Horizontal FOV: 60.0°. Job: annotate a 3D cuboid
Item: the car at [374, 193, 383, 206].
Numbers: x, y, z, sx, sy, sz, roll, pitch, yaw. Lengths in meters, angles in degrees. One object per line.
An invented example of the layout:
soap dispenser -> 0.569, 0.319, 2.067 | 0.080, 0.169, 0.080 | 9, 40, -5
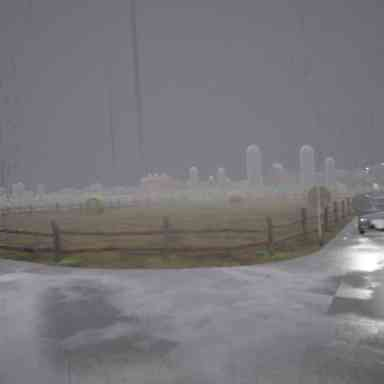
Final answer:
car -> 23.504, 0.849, 40.532 | 1.994, 1.385, 4.181 | -3, 0, 31

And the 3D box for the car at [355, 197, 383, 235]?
car -> 9.467, 1.212, 16.747 | 2.128, 1.511, 4.902 | -3, 0, 30

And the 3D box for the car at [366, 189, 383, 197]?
car -> 16.182, 0.739, 28.217 | 2.150, 2.045, 5.566 | -3, -1, 31
